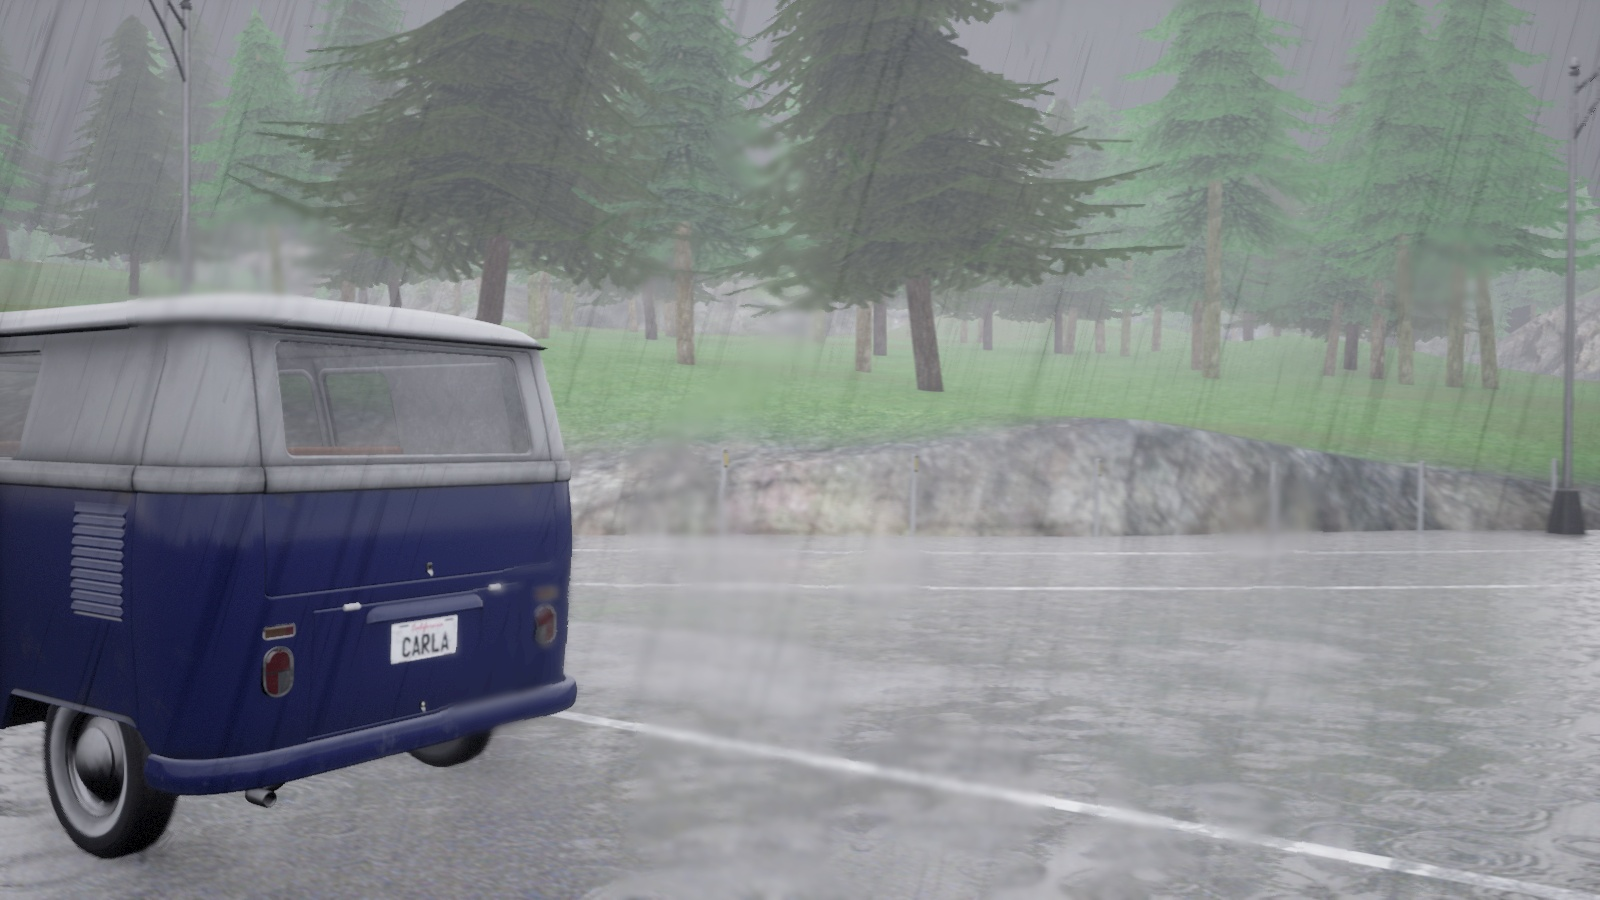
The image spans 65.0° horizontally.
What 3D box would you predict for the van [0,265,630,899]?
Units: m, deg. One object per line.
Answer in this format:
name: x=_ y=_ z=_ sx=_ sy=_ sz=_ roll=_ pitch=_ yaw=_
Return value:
van: x=-3.048 y=0.436 z=5.643 sx=4.442 sy=1.987 sz=1.775 roll=0 pitch=1 yaw=34
